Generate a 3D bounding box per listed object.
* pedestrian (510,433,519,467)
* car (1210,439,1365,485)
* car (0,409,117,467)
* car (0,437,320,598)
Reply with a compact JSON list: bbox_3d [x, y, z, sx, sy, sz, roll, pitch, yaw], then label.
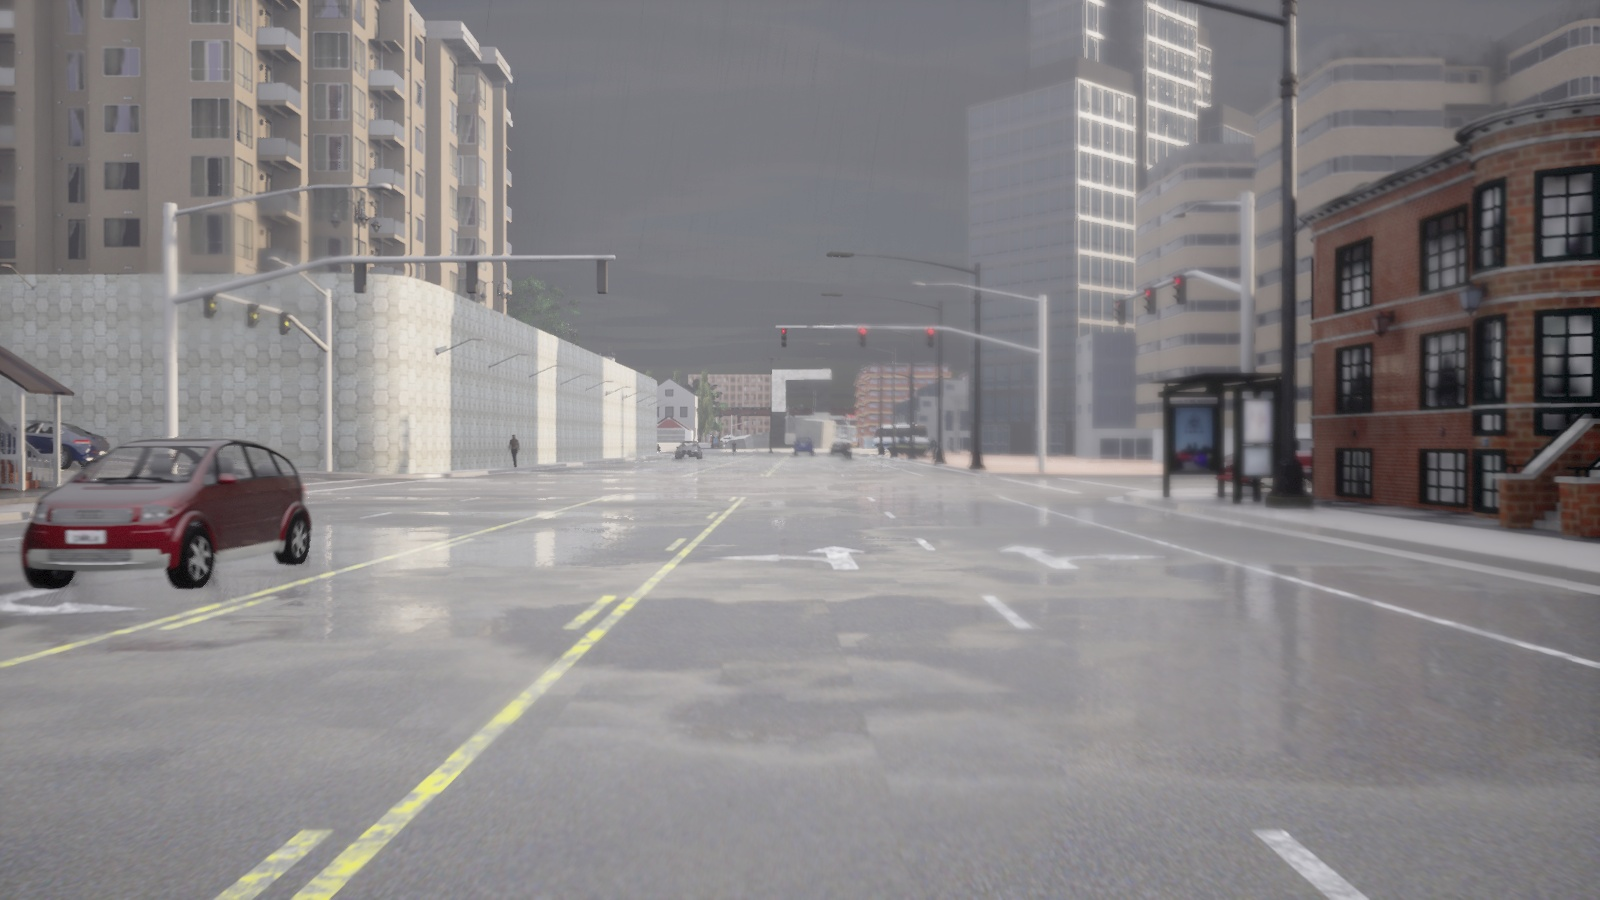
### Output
[{"bbox_3d":[-15.494,-0.008,68.072,0.331,1.846,0.634,0,0,1],"label":"pedestrian"},{"bbox_3d":[17.761,0.422,45.928,4.856,1.649,2.033,0,0,0],"label":"car"},{"bbox_3d":[-28.149,-0.507,45.920,5.027,1.651,2.152,6,0,0],"label":"car"},{"bbox_3d":[-6.931,0.638,13.913,1.789,1.549,3.705,0,0,0],"label":"car"}]
